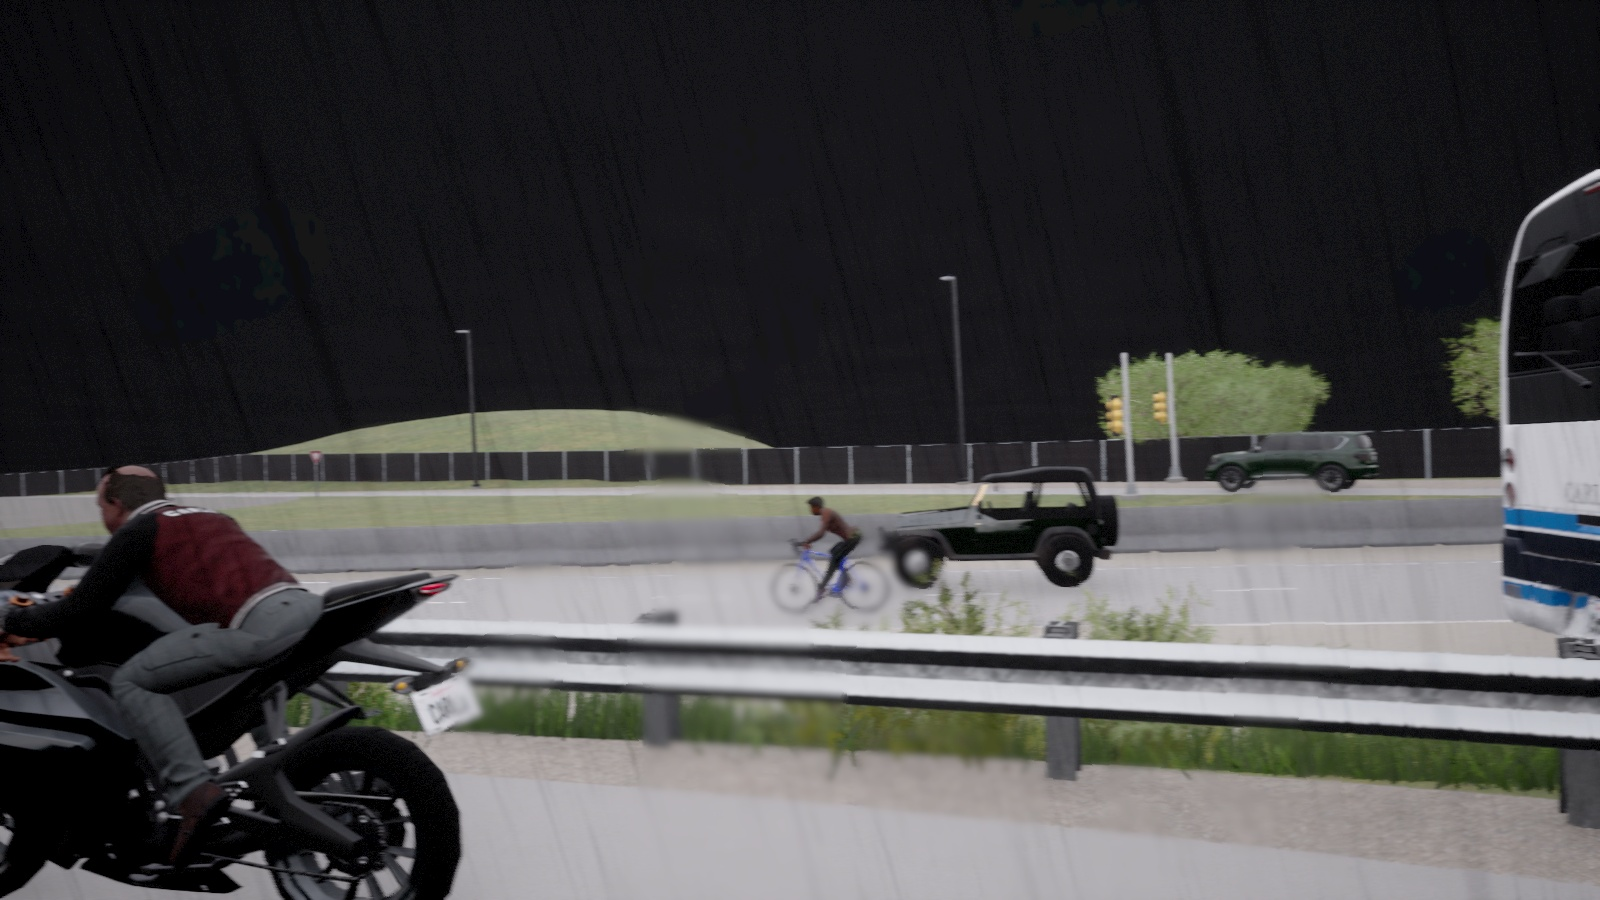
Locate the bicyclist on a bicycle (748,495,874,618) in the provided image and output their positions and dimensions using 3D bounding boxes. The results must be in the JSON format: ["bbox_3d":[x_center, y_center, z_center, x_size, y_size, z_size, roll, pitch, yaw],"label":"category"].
[{"bbox_3d":[0.164,1.470,17.417,1.656,1.620,0.582,-2,0,7],"label":"bicyclist on a bicycle"}]

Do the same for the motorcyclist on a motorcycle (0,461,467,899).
[{"bbox_3d":[-2.333,0.812,4.226,2.191,1.530,0.866,0,1,14],"label":"motorcyclist on a motorcycle"}]

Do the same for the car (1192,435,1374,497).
[{"bbox_3d":[16.813,0.542,43.810,5.566,2.045,2.150,-1,1,34],"label":"car"}]

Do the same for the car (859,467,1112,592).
[{"bbox_3d":[2.994,1.266,20.597,3.866,1.878,1.905,-1,0,7],"label":"car"}]

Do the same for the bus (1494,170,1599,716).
[{"bbox_3d":[11.312,-0.148,9.005,10.273,4.253,3.944,-1,0,7],"label":"bus"}]
